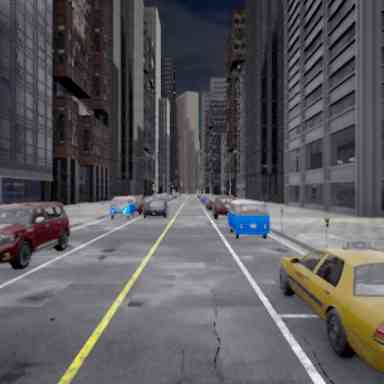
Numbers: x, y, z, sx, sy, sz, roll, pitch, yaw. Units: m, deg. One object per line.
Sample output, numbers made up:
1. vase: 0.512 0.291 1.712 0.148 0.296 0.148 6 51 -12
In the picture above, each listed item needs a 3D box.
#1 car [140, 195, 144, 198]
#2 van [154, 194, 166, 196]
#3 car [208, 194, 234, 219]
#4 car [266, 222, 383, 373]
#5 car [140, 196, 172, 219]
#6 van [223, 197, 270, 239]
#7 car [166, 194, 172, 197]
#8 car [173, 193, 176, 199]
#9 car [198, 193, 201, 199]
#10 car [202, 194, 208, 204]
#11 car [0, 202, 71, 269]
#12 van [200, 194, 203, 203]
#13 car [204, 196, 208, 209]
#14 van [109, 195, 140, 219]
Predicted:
1. car: -5.769 1.258 33.653 2.192 1.841 5.009 0 0 0
2. van: -5.774 1.250 56.091 1.690 1.788 3.998 0 0 0
3. car: 2.757 1.267 28.056 2.192 1.841 5.009 0 0 0
4. car: 2.762 1.515 5.790 1.752 1.417 4.829 0 0 0
5. car: -3.006 1.428 28.706 1.882 1.535 5.008 0 0 0
6. van: 2.760 1.312 16.838 1.690 1.788 3.998 0 0 0
7. car: -5.777 1.332 67.310 1.967 1.590 4.097 0 0 0
8. car: -5.781 1.398 83.968 1.752 1.417 4.829 0 0 0
9. car: 2.748 1.458 67.320 1.947 1.339 4.313 0 0 0
10. car: 2.753 1.366 44.883 1.967 1.590 4.097 0 0 0
11. car: -5.764 1.295 11.215 2.192 1.841 5.009 0 0 0
12. van: 2.751 1.250 56.101 1.690 1.788 3.998 0 0 0
13. car: 2.755 1.479 39.274 1.887 1.381 4.507 0 0 0
14. van: -5.768 1.293 28.044 1.690 1.788 3.998 0 0 0
